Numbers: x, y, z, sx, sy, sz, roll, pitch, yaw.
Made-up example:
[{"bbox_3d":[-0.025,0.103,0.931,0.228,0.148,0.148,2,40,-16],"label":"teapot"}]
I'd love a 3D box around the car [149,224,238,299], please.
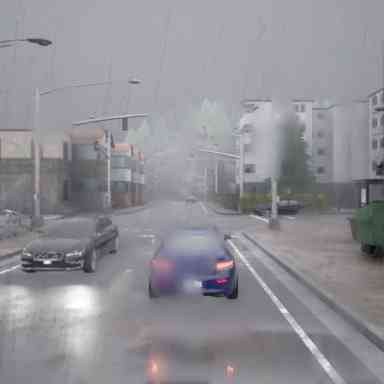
[{"bbox_3d":[0.039,1.526,8.314,1.812,1.442,4.674,0,0,0],"label":"car"}]

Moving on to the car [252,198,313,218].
[{"bbox_3d":[7.560,1.303,27.919,5.008,1.535,1.882,0,0,-4],"label":"car"}]

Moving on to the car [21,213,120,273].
[{"bbox_3d":[-3.623,1.505,10.746,1.837,1.490,4.892,0,0,0],"label":"car"}]

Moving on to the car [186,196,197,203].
[{"bbox_3d":[-0.152,1.526,66.956,1.812,1.442,4.674,0,0,0],"label":"car"}]
